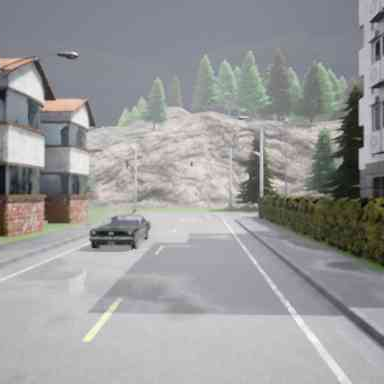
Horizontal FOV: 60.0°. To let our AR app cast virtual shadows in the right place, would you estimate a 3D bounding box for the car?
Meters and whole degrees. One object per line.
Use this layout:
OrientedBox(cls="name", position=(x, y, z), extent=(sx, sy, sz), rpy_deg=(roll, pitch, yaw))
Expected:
OrientedBox(cls="car", position=(-3.096, 1.710, 15.167), extent=(1.895, 1.301, 4.718), rpy_deg=(0, 0, 1))
